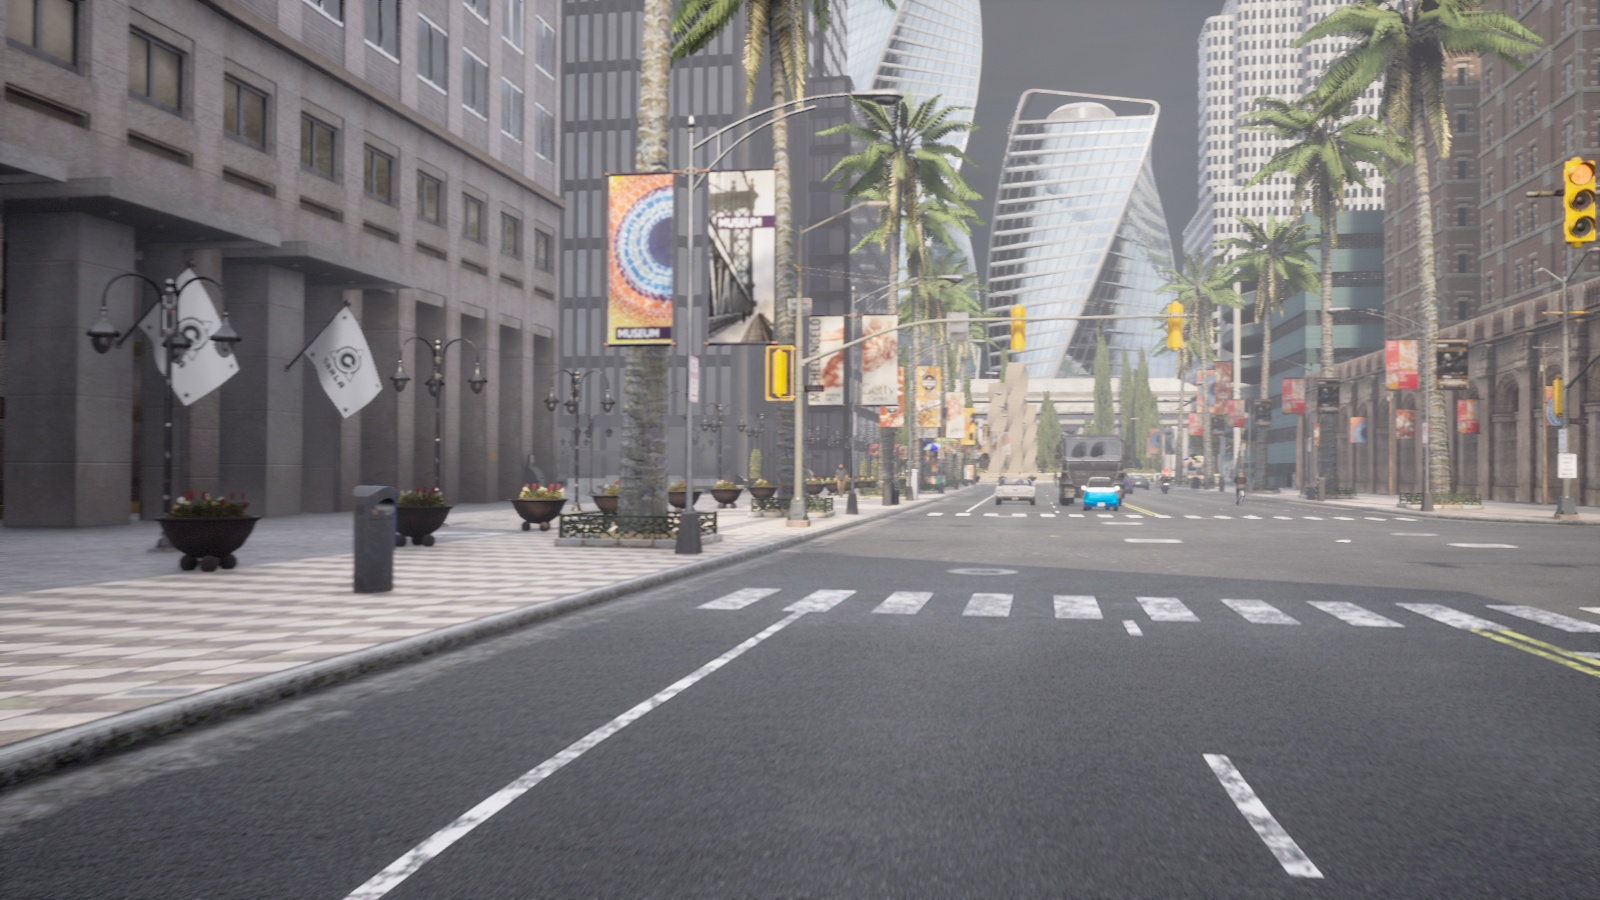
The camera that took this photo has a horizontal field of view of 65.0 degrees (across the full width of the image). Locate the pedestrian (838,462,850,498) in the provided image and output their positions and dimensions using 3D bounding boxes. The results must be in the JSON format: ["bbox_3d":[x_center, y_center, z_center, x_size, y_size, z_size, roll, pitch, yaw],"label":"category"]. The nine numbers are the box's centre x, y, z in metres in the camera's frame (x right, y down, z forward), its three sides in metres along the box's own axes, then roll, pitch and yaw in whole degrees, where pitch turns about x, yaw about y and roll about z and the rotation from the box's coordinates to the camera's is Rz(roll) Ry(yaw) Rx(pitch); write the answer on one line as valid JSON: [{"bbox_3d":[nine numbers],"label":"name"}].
[{"bbox_3d":[2.290,1.566,65.868,0.540,1.848,0.694,0,-1,9],"label":"pedestrian"}]

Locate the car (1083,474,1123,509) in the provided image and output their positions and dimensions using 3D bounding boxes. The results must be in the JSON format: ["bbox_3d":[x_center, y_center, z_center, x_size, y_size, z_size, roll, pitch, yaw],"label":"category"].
[{"bbox_3d":[12.429,1.696,51.641,1.481,1.376,2.207,0,-1,11],"label":"car"}]

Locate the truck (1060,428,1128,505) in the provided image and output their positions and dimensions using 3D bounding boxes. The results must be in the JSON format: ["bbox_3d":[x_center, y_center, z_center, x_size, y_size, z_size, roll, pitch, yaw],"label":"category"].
[{"bbox_3d":[14.205,0.813,61.162,2.891,3.462,7.936,0,-1,11],"label":"truck"}]

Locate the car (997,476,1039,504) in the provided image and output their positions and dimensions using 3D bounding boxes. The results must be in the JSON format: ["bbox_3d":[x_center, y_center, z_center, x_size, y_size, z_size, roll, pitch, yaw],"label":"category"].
[{"bbox_3d":[10.464,1.890,60.163,1.895,1.301,4.718,0,-1,11],"label":"car"}]
